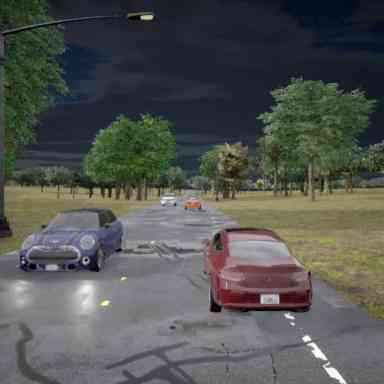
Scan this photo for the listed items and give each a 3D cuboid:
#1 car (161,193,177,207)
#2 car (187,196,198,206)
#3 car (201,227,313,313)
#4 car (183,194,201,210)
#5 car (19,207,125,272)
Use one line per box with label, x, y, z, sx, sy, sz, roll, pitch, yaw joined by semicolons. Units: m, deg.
car;-3.586;1.206;52.446;2.150;2.045;5.566;0;0;0
car;0.075;1.509;56.334;1.812;1.442;4.674;0;0;0
car;1.227;1.523;7.537;1.812;1.442;4.674;0;0;0
car;0.103;1.335;43.572;2.097;1.767;4.553;0;0;-1
car;-3.597;1.347;10.786;2.097;1.767;4.553;0;0;0
